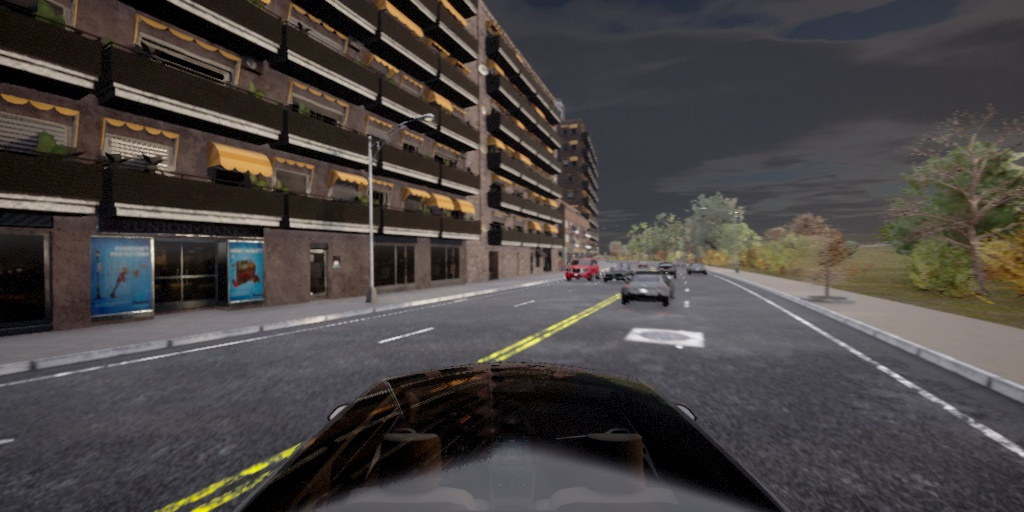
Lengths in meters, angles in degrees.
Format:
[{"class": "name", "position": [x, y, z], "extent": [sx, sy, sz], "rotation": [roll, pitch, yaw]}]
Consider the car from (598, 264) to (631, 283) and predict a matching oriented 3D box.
[{"class": "car", "position": [8.744, 1.533, 29.510], "extent": [1.895, 1.301, 4.718], "rotation": [-1, -1, 25]}]

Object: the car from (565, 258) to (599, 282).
[{"class": "car", "position": [6.476, 1.207, 32.358], "extent": [2.150, 2.045, 5.566], "rotation": [-1, -1, 25]}]

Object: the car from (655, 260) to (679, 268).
[{"class": "car", "position": [15.725, 1.429, 36.506], "extent": [1.837, 1.490, 4.892], "rotation": [-1, -1, 24]}]

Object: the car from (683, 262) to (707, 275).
[{"class": "car", "position": [22.130, 1.479, 43.139], "extent": [1.994, 1.385, 4.181], "rotation": [-1, -1, 23]}]

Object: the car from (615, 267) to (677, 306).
[{"class": "car", "position": [6.267, 1.394, 16.426], "extent": [1.994, 1.385, 4.181], "rotation": [-1, -1, 26]}]
